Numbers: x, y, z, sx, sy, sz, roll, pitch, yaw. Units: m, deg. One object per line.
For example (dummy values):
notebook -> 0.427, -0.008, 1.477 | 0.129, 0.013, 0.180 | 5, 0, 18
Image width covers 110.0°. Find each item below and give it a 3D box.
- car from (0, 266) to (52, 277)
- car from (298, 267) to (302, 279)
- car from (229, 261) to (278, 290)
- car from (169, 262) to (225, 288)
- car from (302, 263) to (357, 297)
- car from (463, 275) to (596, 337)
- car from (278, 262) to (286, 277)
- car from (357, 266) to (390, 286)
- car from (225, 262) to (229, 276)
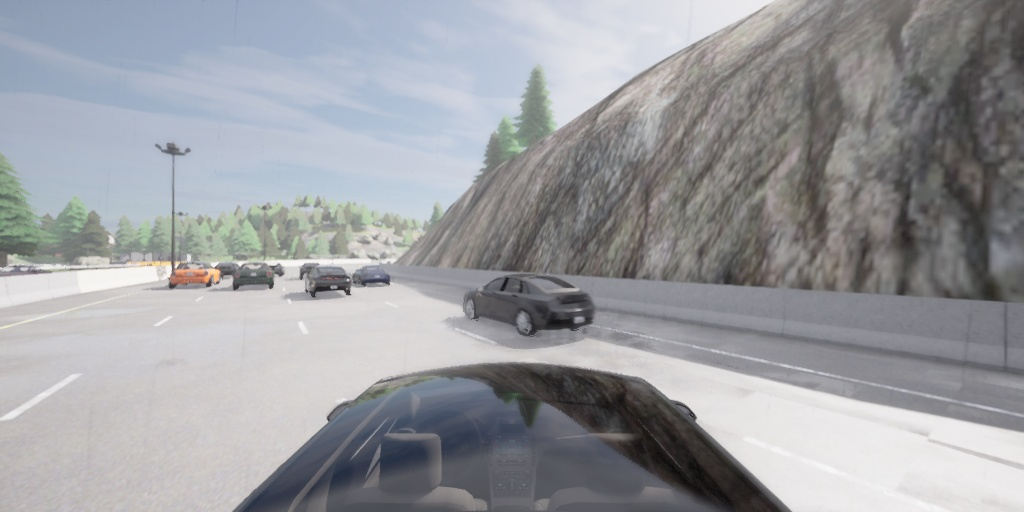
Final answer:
car -> -34.142, 1.396, 24.846 | 1.994, 1.385, 4.181 | 0, 0, -29
car -> -19.025, 1.369, 34.032 | 1.837, 1.490, 4.892 | 0, -1, -29
car -> -17.019, 1.181, 23.835 | 2.097, 1.767, 4.553 | 0, 0, -32
car -> -21.642, 1.184, 24.668 | 2.097, 1.767, 4.553 | 0, 0, -32
car -> -10.071, 1.316, 19.544 | 1.837, 1.490, 4.892 | 0, -1, -34
car -> 0.255, 1.288, 10.614 | 1.837, 1.490, 4.892 | 0, 0, -34
car -> -24.423, 1.365, 36.660 | 2.128, 1.511, 4.902 | 0, 0, -28
car -> -10.406, 1.403, 26.437 | 1.994, 1.385, 4.181 | 0, 0, -33
car -> -27.246, 1.370, 34.527 | 1.837, 1.490, 4.892 | 0, -1, -28
